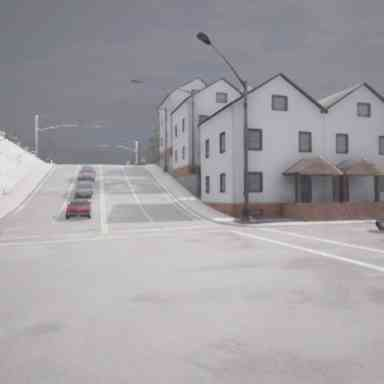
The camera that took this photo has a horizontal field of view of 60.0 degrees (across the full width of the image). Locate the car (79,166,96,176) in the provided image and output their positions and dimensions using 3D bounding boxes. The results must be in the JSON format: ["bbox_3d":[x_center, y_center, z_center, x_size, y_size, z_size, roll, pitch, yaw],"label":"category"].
[{"bbox_3d":[-13.758,-2.404,43.791,2.097,1.767,4.553,0,13,-15],"label":"car"}]

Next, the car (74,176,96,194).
[{"bbox_3d":[-11.504,-0.317,35.698,1.837,1.490,4.892,0,13,-16],"label":"car"}]

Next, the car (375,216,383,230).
[{"bbox_3d":[13.411,1.622,20.095,4.674,1.442,1.812,0,-1,-16],"label":"car"}]

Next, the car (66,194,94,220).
[{"bbox_3d":[-9.060,1.286,26.974,1.895,1.301,4.718,0,6,-16],"label":"car"}]
